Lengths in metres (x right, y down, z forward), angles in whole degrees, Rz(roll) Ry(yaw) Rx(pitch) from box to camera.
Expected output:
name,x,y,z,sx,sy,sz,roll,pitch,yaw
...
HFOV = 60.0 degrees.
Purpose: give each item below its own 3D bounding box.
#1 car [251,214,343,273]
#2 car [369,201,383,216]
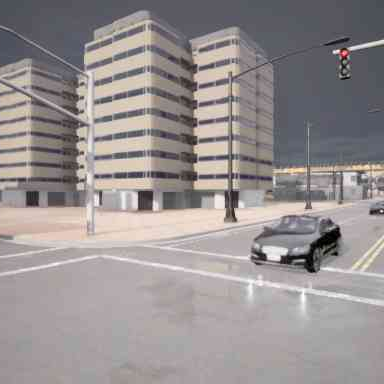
name,x,y,z,sx,sy,sz,roll,pitch,yaw
car,3.607,1.499,10.972,2.128,1.511,4.902,0,0,35
car,18.144,1.564,31.512,1.994,1.385,4.181,0,0,35
